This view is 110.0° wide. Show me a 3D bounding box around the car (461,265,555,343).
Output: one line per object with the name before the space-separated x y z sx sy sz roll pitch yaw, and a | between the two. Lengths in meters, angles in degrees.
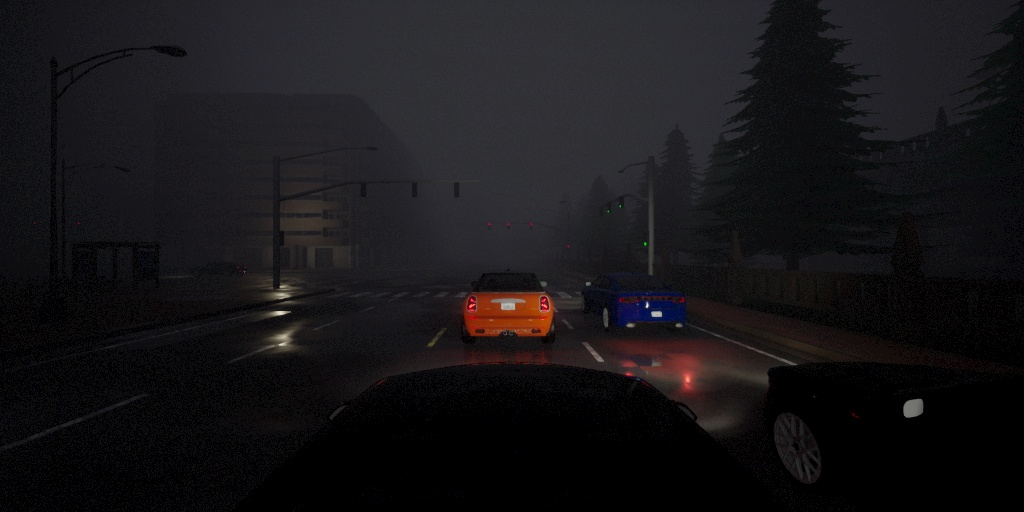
car | -0.081 1.102 9.825 2.097 1.767 4.553 0 0 0

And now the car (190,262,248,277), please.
car | -29.058 1.310 35.630 4.892 1.490 1.837 0 0 -1

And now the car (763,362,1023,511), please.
car | 3.288 1.228 1.443 1.882 1.535 5.008 0 0 3

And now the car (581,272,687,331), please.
car | 3.419 1.228 10.969 1.882 1.535 5.008 0 0 0
